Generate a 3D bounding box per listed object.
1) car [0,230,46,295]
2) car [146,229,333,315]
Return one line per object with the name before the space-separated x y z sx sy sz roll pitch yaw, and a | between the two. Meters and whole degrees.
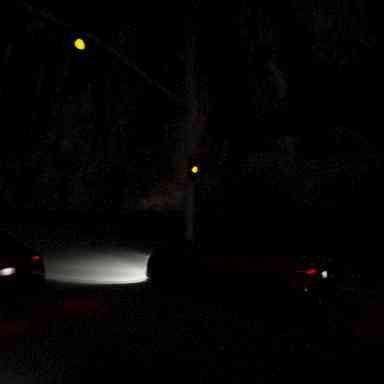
car | -5.302 1.536 7.775 4.181 1.385 1.994 1 0 36
car | 0.951 1.557 7.613 4.181 1.385 1.994 0 0 35
